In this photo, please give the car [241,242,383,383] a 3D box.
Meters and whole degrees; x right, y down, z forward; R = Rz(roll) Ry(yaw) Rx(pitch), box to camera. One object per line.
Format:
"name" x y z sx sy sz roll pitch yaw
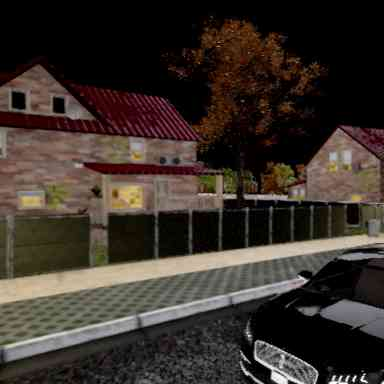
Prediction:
"car" 2.820 1.524 4.512 4.892 1.490 1.837 0 0 -35
